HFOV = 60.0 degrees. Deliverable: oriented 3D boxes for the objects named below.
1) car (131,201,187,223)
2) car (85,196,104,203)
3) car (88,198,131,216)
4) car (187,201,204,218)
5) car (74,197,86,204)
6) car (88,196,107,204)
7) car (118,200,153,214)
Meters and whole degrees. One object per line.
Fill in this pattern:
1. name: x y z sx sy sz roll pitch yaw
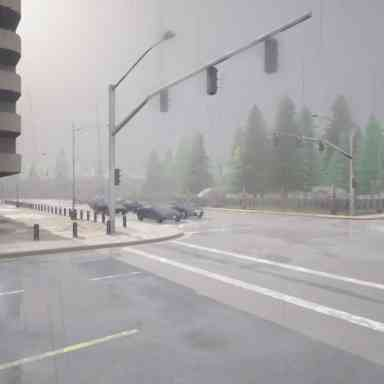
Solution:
1. car: -2.722 1.581 26.259 1.812 1.442 4.674 0 0 -38
2. car: -12.499 1.656 45.399 1.895 1.301 4.718 0 0 -36
3. car: -8.429 1.603 33.966 2.033 1.411 5.357 0 0 -36
4. car: -0.920 1.547 29.683 2.128 1.511 4.902 0 0 -36
5. car: -20.834 1.656 62.913 1.895 1.301 4.718 0 0 -36
6. car: -18.764 1.547 66.003 2.128 1.511 4.902 0 0 -36
7. car: -6.396 1.656 37.109 1.895 1.301 4.718 0 0 -36
